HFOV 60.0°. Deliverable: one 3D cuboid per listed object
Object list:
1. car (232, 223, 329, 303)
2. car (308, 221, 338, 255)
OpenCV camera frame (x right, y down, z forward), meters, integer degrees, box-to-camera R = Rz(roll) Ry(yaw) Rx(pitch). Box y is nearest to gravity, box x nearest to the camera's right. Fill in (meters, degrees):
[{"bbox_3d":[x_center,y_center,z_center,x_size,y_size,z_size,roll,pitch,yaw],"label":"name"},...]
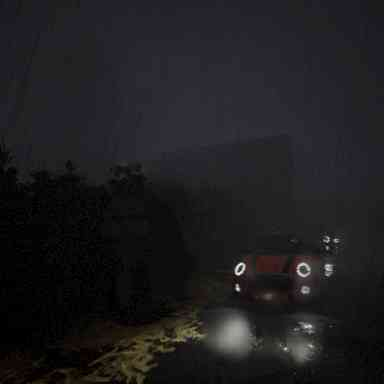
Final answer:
[{"bbox_3d":[2.745,2.021,9.974,2.097,1.767,4.553,-5,-5,25],"label":"car"},{"bbox_3d":[7.036,2.609,19.250,2.097,1.767,4.553,-5,-5,25],"label":"car"}]
